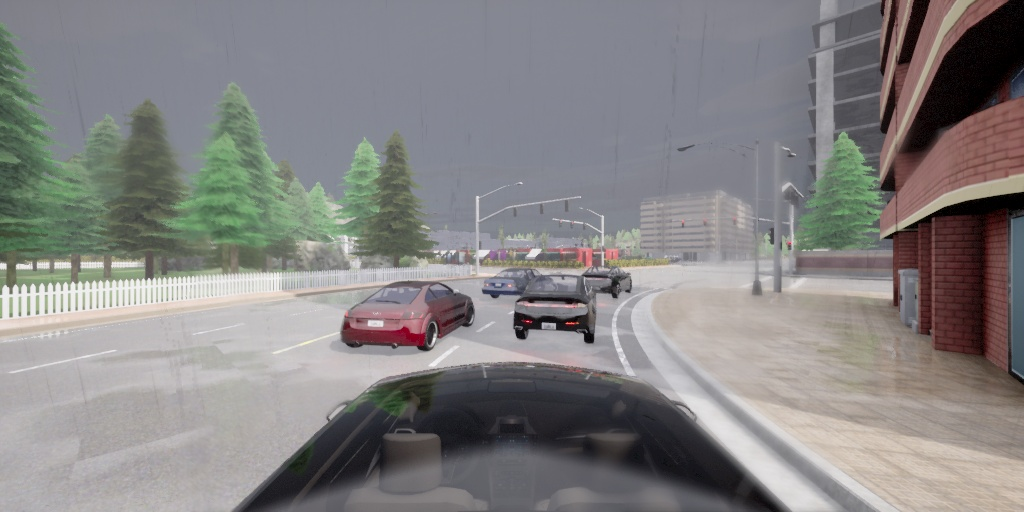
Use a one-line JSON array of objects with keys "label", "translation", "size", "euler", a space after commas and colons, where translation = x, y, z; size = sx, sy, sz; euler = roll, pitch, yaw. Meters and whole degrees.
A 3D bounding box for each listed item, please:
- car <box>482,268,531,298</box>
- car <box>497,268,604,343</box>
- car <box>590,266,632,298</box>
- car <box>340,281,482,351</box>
[{"label": "car", "translation": [0.473, 1.297, 17.834], "size": [2.033, 1.411, 5.357], "euler": [0, 0, 25]}, {"label": "car", "translation": [1.349, 1.242, 9.787], "size": [2.128, 1.511, 4.902], "euler": [0, 0, 14]}, {"label": "car", "translation": [4.846, 1.236, 18.346], "size": [2.128, 1.511, 4.902], "euler": [1, 1, 29]}, {"label": "car", "translation": [-2.361, 1.314, 9.118], "size": [1.994, 1.385, 4.181], "euler": [0, 0, 10]}]
